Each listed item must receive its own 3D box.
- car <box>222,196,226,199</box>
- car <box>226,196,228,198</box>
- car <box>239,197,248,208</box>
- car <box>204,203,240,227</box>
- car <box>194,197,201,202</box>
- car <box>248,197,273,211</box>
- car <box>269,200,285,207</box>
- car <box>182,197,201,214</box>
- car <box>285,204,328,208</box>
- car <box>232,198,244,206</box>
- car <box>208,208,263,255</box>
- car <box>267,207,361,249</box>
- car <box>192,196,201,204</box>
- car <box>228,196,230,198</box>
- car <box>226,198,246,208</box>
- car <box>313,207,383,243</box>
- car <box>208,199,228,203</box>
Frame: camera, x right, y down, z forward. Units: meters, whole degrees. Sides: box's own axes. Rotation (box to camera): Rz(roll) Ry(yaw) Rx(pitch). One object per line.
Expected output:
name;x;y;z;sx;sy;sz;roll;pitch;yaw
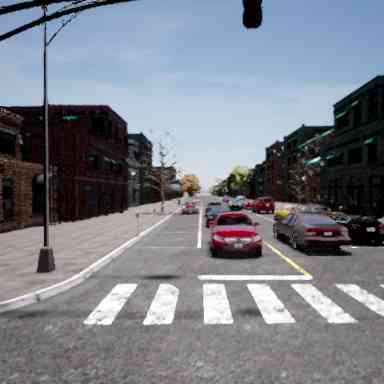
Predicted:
car;9.758;2.156;88.144;1.802;1.307;4.206;-1;0;2
car;9.423;2.077;77.052;1.802;1.307;4.206;-1;0;2
car;8.583;1.738;49.325;1.967;1.590;4.097;-1;0;2
car;2.022;1.705;23.642;1.994;1.385;4.181;0;0;2
car;1.547;2.094;93.941;1.967;1.590;4.097;-1;0;2
car;8.246;1.534;38.234;2.192;1.841;5.009;-1;0;2
car;7.919;1.666;27.311;1.752;1.417;4.829;-1;0;2
car;-0.128;1.699;38.484;1.967;1.590;4.097;-1;0;2
car;7.746;1.539;21.596;1.967;1.590;4.097;-1;0;2
car;9.088;1.961;65.961;1.887;1.381;4.507;-1;0;2
car;1.690;1.595;13.693;1.812;1.442;4.674;0;0;3
car;5.050;1.609;14.771;2.033;1.411;5.357;0;0;1
car;1.210;1.890;82.851;2.192;1.841;5.009;-1;0;2
car;9.255;2.038;71.506;1.802;1.307;4.206;-1;0;2
car;5.912;1.891;46.514;1.895;1.301;4.718;0;0;2
car;7.579;1.625;16.050;1.947;1.339;4.313;-1;0;2
car;2.337;1.720;33.953;1.837;1.490;4.892;0;0;2
